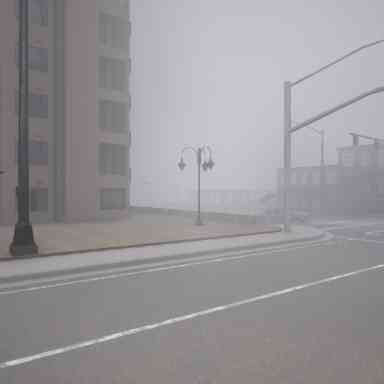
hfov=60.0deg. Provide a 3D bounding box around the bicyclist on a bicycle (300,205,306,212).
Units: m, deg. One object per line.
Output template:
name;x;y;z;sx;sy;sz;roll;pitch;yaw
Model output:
bicyclist on a bicycle;13.605;2.464;40.705;1.656;1.620;0.582;0;-8;-35

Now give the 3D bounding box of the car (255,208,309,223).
car;7.985;2.096;29.843;1.895;1.301;4.718;0;-4;-36
